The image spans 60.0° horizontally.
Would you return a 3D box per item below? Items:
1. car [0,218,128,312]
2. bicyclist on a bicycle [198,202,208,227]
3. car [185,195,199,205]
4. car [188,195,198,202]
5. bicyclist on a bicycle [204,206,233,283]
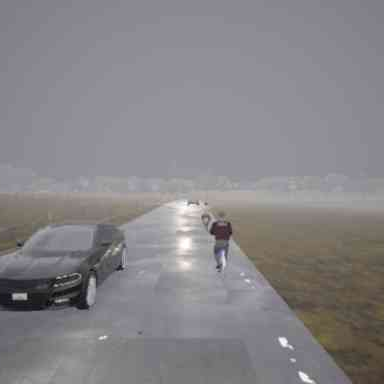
[{"bbox_3d":[-2.847,1.454,7.989,1.882,1.535,5.008,0,0,0],"label":"car"},{"bbox_3d":[0.807,1.385,19.019,0.866,1.612,1.509,0,0,0],"label":"bicyclist on a bicycle"},{"bbox_3d":[0.242,1.454,56.866,1.994,1.385,4.181,0,0,0],"label":"car"},{"bbox_3d":[0.208,1.459,73.743,2.033,1.411,5.357,0,0,0],"label":"car"},{"bbox_3d":[0.760,1.345,8.683,0.659,1.776,1.843,0,0,0],"label":"bicyclist on a bicycle"}]
